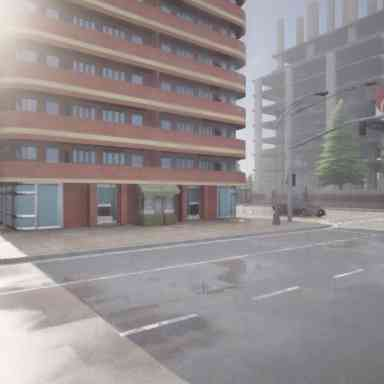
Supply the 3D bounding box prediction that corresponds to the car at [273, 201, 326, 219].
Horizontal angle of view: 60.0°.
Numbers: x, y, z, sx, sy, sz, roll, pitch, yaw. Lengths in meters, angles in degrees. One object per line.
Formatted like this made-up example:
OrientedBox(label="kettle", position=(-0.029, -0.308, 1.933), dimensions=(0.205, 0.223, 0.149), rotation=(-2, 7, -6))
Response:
OrientedBox(label="car", position=(9.712, 1.564, 29.603), dimensions=(1.994, 1.385, 4.181), rotation=(0, 0, -35))
